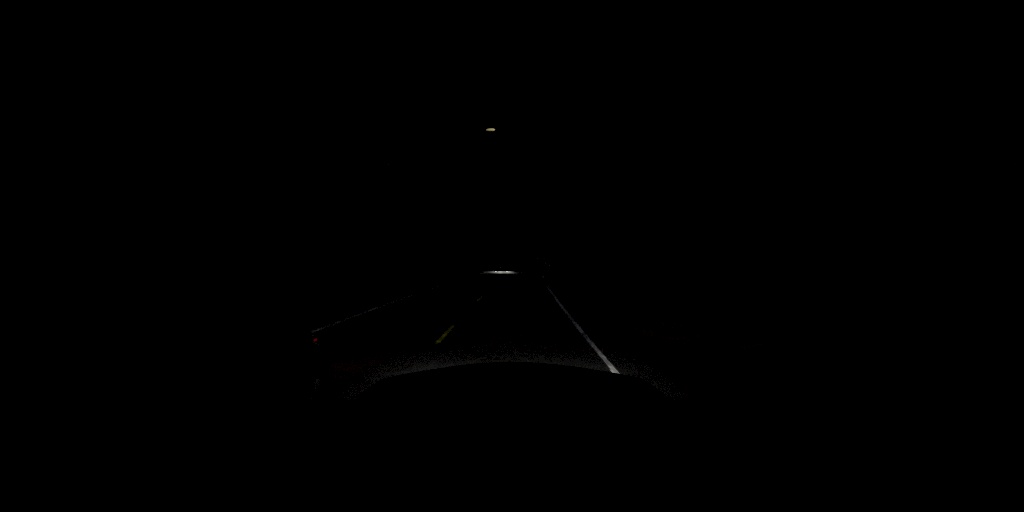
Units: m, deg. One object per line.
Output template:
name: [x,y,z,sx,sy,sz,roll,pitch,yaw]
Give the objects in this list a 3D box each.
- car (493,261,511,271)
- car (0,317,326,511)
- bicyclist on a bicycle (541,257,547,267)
car: [-1.217,1.280,46.691,1.994,1.385,4.181,0,0,6]
car: [-3.564,1.304,3.233,1.994,1.385,4.181,0,0,0]
bicyclist on a bicycle: [5.546,1.204,64.752,0.582,1.620,1.656,0,0,8]
